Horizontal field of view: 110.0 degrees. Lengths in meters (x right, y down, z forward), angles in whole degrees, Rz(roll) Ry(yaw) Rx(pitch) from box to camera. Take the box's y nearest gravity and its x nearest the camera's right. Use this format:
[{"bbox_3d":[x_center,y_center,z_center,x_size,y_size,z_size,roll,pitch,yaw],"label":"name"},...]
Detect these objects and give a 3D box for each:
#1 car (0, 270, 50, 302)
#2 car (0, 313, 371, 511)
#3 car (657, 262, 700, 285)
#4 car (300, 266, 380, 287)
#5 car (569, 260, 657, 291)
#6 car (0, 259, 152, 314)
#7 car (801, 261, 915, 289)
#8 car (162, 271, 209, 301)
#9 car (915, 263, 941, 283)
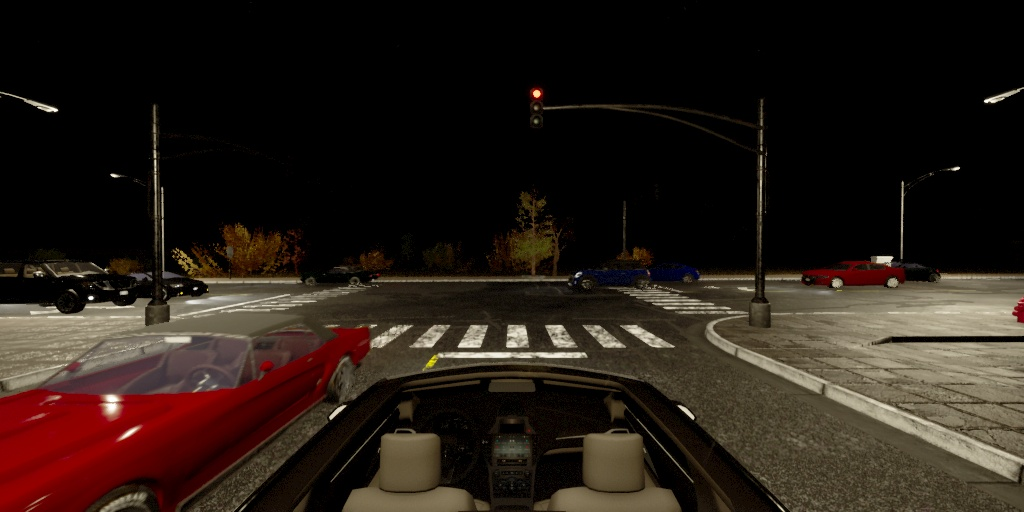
[{"bbox_3d":[-26.762,1.482,17.672,5.357,1.411,2.033,0,1,0],"label":"car"},{"bbox_3d":[-3.181,1.350,3.547,1.895,1.301,4.718,0,0,-1],"label":"car"},{"bbox_3d":[10.103,1.135,24.088,4.674,1.442,1.812,0,1,0],"label":"car"},{"bbox_3d":[-11.593,1.350,24.256,4.718,1.301,1.895,0,1,0],"label":"car"},{"bbox_3d":[5.613,1.029,20.874,4.553,1.767,2.097,0,1,0],"label":"car"},{"bbox_3d":[-18.277,1.140,14.352,5.566,2.045,2.150,0,1,0],"label":"car"},{"bbox_3d":[19.635,1.070,20.766,5.008,1.535,1.882,-1,1,0],"label":"car"},{"bbox_3d":[-17.522,1.437,17.602,4.181,1.385,1.994,0,1,0],"label":"car"},{"bbox_3d":[25.716,1.078,23.967,4.181,1.385,1.994,0,1,1],"label":"car"}]
